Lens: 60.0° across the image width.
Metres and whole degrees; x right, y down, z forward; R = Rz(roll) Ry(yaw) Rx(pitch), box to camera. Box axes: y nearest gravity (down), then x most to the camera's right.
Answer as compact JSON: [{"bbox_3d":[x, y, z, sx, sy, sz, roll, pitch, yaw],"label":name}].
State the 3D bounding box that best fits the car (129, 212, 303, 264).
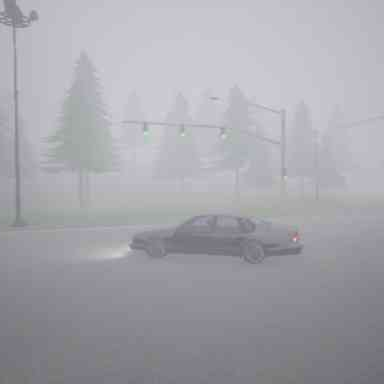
[{"bbox_3d":[0.728,1.350,10.646,5.357,1.411,2.033,0,1,17],"label":"car"}]
